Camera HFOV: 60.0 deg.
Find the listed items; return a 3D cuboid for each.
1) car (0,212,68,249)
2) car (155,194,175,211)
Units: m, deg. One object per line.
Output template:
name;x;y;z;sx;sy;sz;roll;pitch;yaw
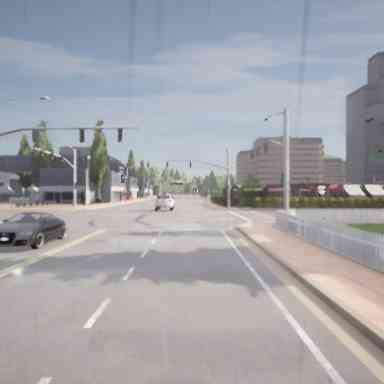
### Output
car;-7.002;1.576;14.425;1.994;1.385;4.181;0;0;0
car;-3.406;1.258;42.201;2.150;2.045;5.566;0;0;0
